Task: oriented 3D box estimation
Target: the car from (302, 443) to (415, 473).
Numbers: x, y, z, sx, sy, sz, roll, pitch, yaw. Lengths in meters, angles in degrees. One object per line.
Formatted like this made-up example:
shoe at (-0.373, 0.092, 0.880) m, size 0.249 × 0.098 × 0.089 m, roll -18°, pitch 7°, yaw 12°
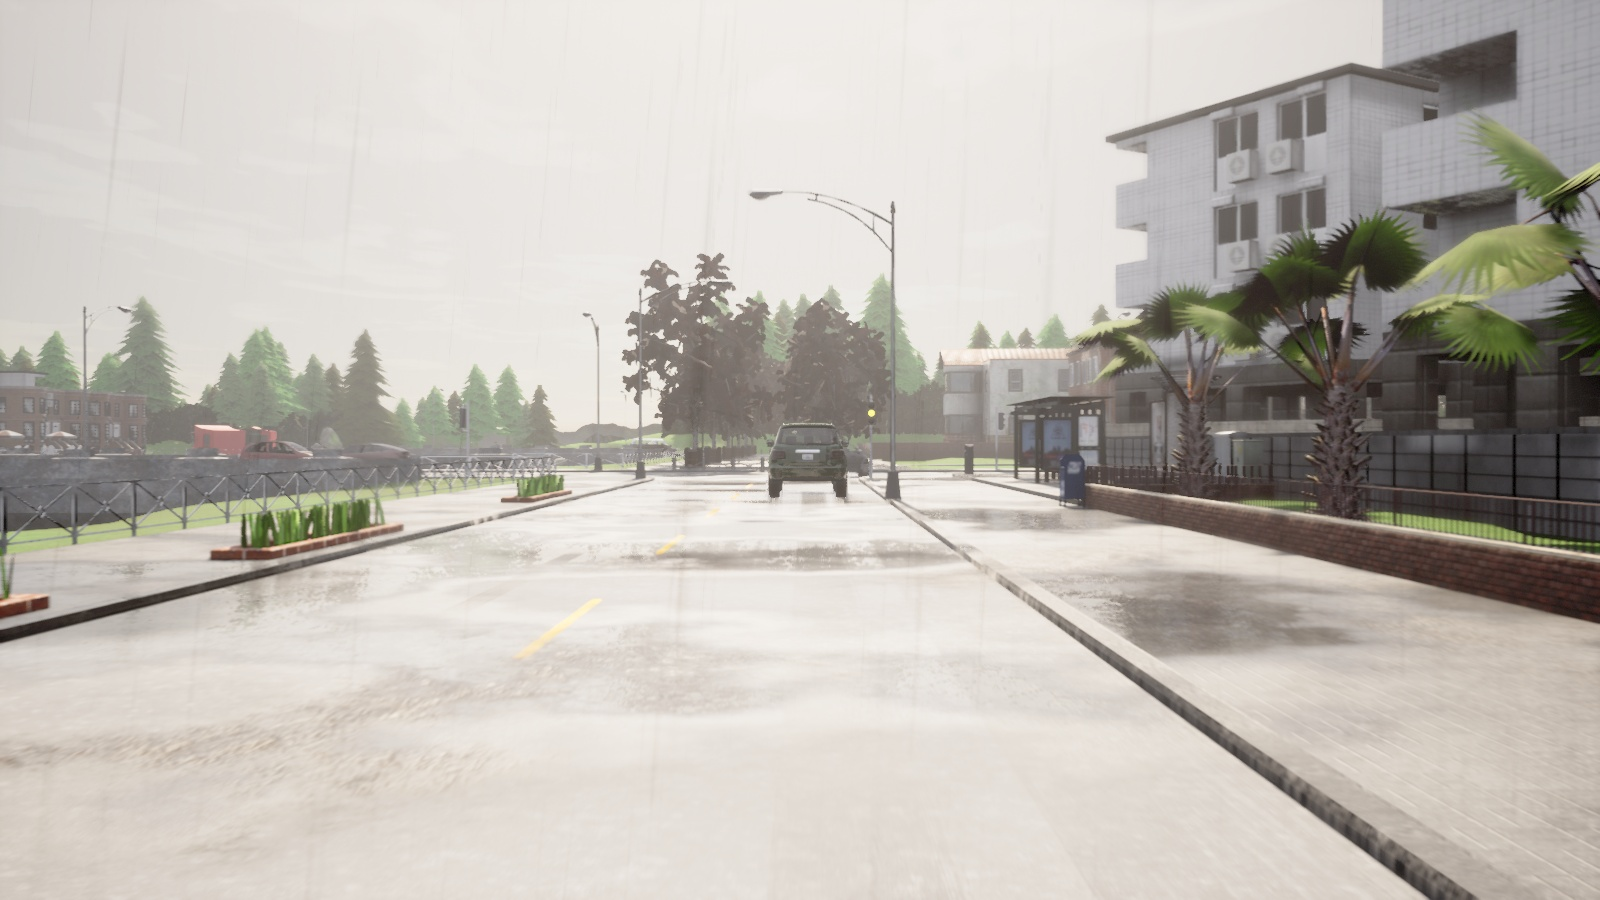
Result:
car at (-21.636, 0.381, 61.683) m, size 4.792 × 1.488 × 2.163 m, roll 0°, pitch 0°, yaw 0°

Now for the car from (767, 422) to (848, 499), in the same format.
car at (0.223, 0.262, 36.064) m, size 2.150 × 2.045 × 5.566 m, roll 0°, pitch 0°, yaw 0°

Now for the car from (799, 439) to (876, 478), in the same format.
car at (1.682, 0.339, 54.473) m, size 1.851 × 1.617 × 3.988 m, roll 0°, pitch 0°, yaw 26°

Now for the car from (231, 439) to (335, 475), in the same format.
car at (-23.713, 0.300, 57.690) m, size 3.988 × 1.617 × 1.851 m, roll 0°, pitch 0°, yaw 0°
